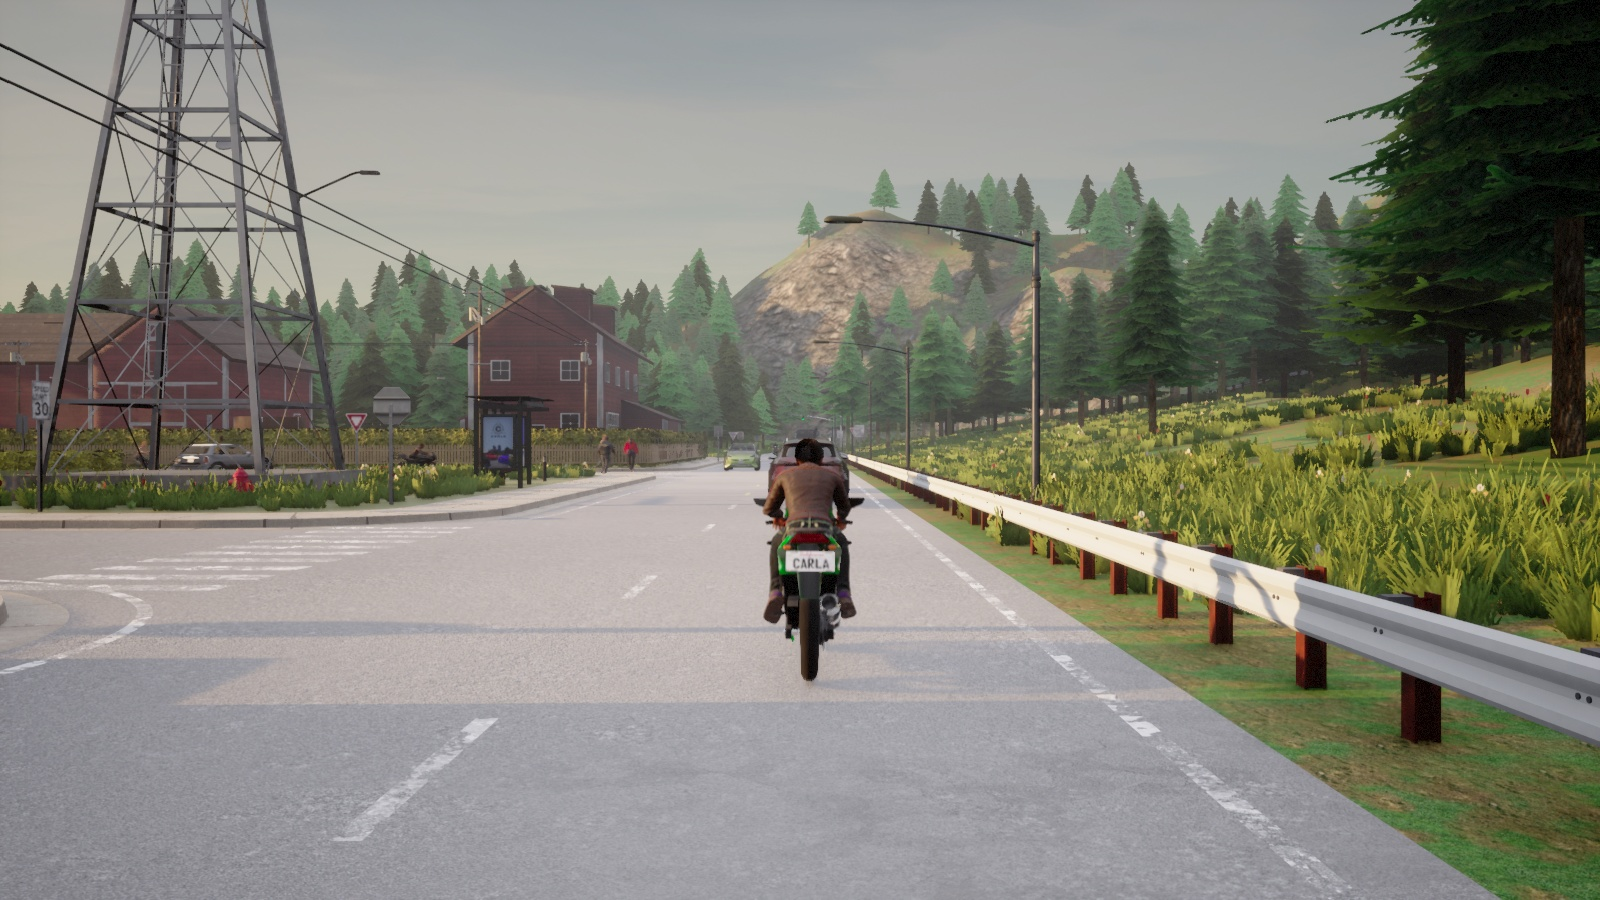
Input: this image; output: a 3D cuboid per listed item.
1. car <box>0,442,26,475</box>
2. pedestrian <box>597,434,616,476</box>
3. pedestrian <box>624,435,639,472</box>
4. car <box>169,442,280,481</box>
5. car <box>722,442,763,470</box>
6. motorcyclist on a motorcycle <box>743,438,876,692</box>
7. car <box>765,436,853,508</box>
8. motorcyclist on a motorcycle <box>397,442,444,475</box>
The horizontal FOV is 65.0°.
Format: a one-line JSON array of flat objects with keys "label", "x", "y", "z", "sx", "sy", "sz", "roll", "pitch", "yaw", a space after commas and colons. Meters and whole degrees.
[{"label": "car", "x": -39.183, "y": 0.383, "z": 58.569, "sx": 4.792, "sy": 1.488, "sz": 2.163, "roll": 0, "pitch": 0, "yaw": 0}, {"label": "pedestrian", "x": -8.680, "y": 0.207, "z": 56.269, "sx": 0.563, "sy": 1.883, "sz": 0.849, "roll": 0, "pitch": 0, "yaw": 13}, {"label": "pedestrian", "x": -8.598, "y": 0.168, "z": 64.014, "sx": 0.634, "sy": 1.844, "sz": 0.899, "roll": 0, "pitch": 0, "yaw": 1}, {"label": "car", "x": -22.723, "y": 0.413, "z": 49.737, "sx": 1.970, "sy": 1.475, "sz": 3.806, "roll": 0, "pitch": 0, "yaw": 18}, {"label": "car", "x": -3.106, "y": 0.304, "z": 68.449, "sx": 2.007, "sy": 1.525, "sz": 4.514, "roll": 0, "pitch": 0, "yaw": 0}, {"label": "motorcyclist on a motorcycle", "x": 0.062, "y": 0.681, "z": 8.533, "sx": 0.797, "sy": 1.523, "sz": 2.044, "roll": 0, "pitch": 0, "yaw": 0}, {"label": "car", "x": 0.209, "y": 0.500, "z": 31.217, "sx": 2.033, "sy": 1.649, "sz": 4.856, "roll": 0, "pitch": 0, "yaw": 0}, {"label": "motorcyclist on a motorcycle", "x": -17.635, "y": 0.384, "z": 58.430, "sx": 2.044, "sy": 1.523, "sz": 0.797, "roll": 0, "pitch": 2, "yaw": -15}]
